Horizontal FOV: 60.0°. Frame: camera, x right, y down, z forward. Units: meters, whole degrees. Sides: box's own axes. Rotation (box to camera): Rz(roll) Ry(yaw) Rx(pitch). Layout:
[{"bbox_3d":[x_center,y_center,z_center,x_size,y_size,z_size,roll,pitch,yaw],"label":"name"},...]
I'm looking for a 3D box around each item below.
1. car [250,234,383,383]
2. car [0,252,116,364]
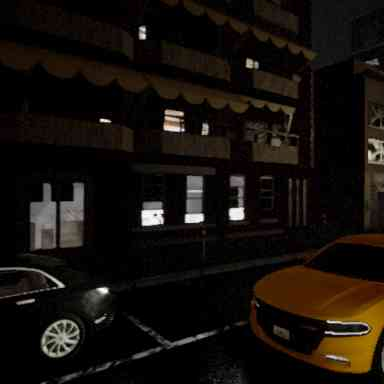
[{"bbox_3d":[3.156,1.492,5.610,5.008,1.535,1.882,0,0,-35],"label":"car"},{"bbox_3d":[-3.197,1.551,4.278,4.403,1.369,2.008,0,0,-35],"label":"car"}]
